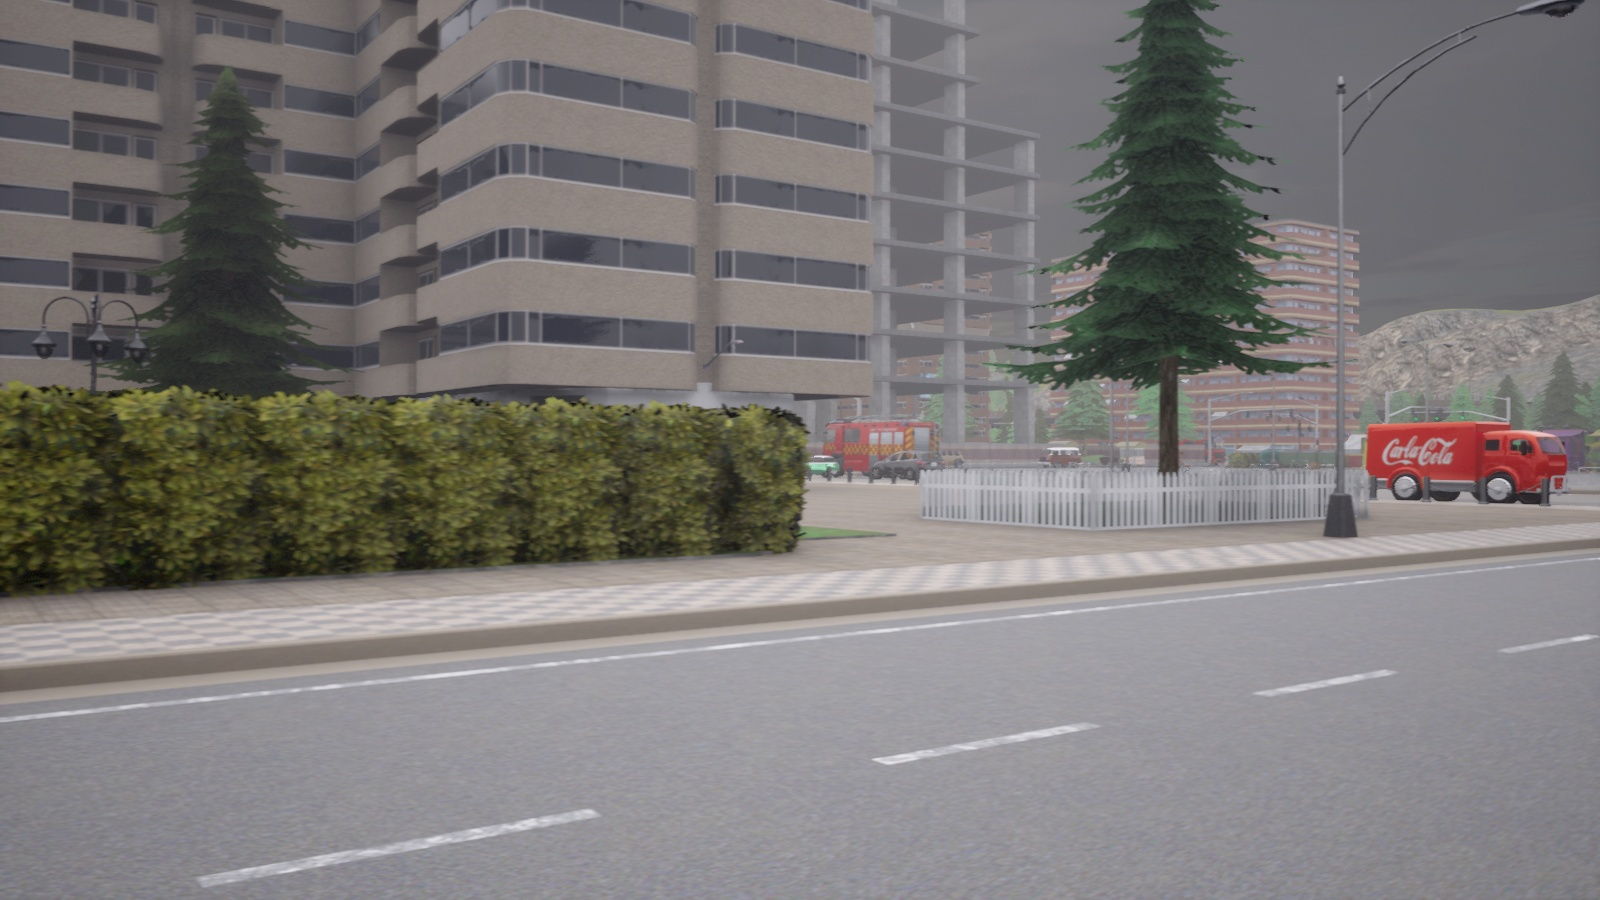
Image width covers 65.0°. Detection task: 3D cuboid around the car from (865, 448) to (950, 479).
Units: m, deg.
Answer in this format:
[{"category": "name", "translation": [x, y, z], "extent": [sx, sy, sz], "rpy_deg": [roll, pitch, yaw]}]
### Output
[{"category": "car", "translation": [5.948, 0.748, 69.829], "extent": [2.242, 1.667, 4.611], "rpy_deg": [0, 0, -35]}]

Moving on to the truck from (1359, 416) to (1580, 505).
[{"category": "truck", "translation": [19.939, 0.308, 37.642], "extent": [2.627, 2.467, 5.204], "rpy_deg": [0, 0, -35]}]

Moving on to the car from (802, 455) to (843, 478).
[{"category": "car", "translation": [1.377, 0.984, 76.353], "extent": [1.481, 1.376, 2.207], "rpy_deg": [0, 0, -35]}]

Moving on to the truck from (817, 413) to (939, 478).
[{"category": "truck", "translation": [4.674, -0.239, 77.747], "extent": [2.891, 3.827, 8.468], "rpy_deg": [0, 0, -35]}]
